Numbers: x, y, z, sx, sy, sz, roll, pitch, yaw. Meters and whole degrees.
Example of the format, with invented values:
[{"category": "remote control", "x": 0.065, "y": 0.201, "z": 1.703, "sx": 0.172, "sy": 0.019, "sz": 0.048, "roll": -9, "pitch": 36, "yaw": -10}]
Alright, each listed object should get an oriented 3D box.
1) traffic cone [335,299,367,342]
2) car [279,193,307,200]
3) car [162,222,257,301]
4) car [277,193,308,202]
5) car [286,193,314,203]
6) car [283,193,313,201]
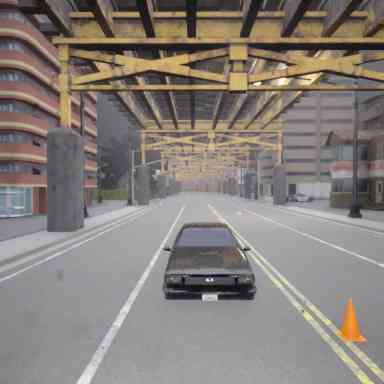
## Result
[{"category": "traffic cone", "x": 2.453, "y": 1.949, "z": 5.141, "sx": 0.340, "sy": 0.580, "sz": 0.340, "roll": 0, "pitch": 0, "yaw": 0}, {"category": "car", "x": 17.854, "y": 0.800, "z": 58.997, "sx": 4.536, "sy": 1.218, "sz": 1.853, "roll": 0, "pitch": 1, "yaw": 25}, {"category": "car", "x": 0.361, "y": 1.533, "z": 8.748, "sx": 2.033, "sy": 1.411, "sz": 5.357, "roll": 0, "pitch": 0, "yaw": 1}, {"category": "car", "x": 17.807, "y": 0.958, "z": 59.020, "sx": 4.974, "sy": 1.542, "sz": 2.038, "roll": 0, "pitch": 1, "yaw": 25}, {"category": "car", "x": 17.459, "y": 1.005, "z": 54.864, "sx": 4.974, "sy": 1.542, "sz": 2.038, "roll": 0, "pitch": 1, "yaw": -20}, {"category": "car", "x": 17.508, "y": 0.847, "z": 54.880, "sx": 4.536, "sy": 1.218, "sz": 1.853, "roll": 0, "pitch": 1, "yaw": -20}]
